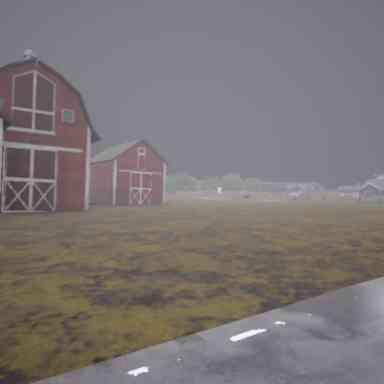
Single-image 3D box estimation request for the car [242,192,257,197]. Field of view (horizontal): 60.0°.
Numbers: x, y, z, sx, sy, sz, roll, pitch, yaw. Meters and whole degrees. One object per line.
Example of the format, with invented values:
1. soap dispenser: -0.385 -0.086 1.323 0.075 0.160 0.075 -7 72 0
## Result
1. car: 13.613 0.666 76.671 2.097 1.767 4.553 2 -1 -35
